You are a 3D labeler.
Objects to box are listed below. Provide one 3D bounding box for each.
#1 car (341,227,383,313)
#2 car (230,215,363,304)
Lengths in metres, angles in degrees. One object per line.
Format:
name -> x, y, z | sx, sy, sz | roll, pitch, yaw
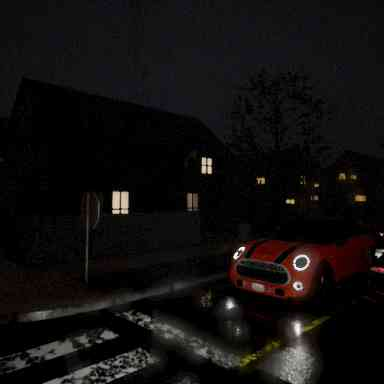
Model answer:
car -> 5.234, 1.567, 6.822 | 4.902, 1.511, 2.128 | 1, -1, -43
car -> 3.013, 1.448, 8.604 | 4.553, 1.767, 2.097 | 1, -1, -44
